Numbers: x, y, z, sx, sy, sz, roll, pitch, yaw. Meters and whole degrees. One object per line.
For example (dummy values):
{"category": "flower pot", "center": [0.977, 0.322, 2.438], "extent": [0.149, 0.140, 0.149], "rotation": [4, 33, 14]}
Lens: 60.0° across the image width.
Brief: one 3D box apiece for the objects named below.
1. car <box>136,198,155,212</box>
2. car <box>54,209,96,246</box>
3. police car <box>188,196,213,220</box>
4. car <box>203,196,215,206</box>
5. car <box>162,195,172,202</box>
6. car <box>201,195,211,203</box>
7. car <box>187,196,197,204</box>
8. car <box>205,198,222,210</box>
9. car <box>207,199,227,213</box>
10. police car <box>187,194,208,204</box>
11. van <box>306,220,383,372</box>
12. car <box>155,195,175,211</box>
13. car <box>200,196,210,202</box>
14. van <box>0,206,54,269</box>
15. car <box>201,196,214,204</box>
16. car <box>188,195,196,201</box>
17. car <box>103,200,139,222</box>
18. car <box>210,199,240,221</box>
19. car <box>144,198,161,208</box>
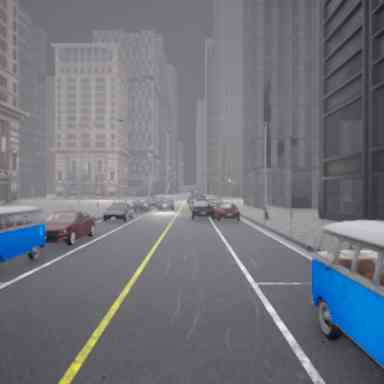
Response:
{"category": "car", "center": [-5.768, 1.411, 37.840], "extent": [1.967, 1.590, 4.097], "rotation": [0, 0, 0]}
{"category": "car", "center": [-5.767, 1.534, 15.277], "extent": [1.887, 1.381, 4.507], "rotation": [0, 0, 0]}
{"category": "police car", "center": [0.886, 1.407, 28.407], "extent": [1.930, 1.638, 5.238], "rotation": [0, 0, 0]}
{"category": "car", "center": [2.758, 1.476, 54.935], "extent": [1.752, 1.417, 4.829], "rotation": [0, 0, 0]}
{"category": "car", "center": [-5.768, 1.465, 77.327], "extent": [2.008, 1.369, 4.403], "rotation": [0, 0, 0]}
{"category": "car", "center": [2.757, 1.373, 66.047], "extent": [1.967, 1.590, 4.097], "rotation": [0, 0, 0]}
{"category": "car", "center": [-0.003, 1.444, 61.855], "extent": [1.837, 1.490, 4.892], "rotation": [0, 0, 0]}
{"category": "car", "center": [2.758, 1.531, 43.483], "extent": [1.947, 1.339, 4.313], "rotation": [0, 0, 0]}
{"category": "car", "center": [2.758, 1.522, 37.843], "extent": [2.008, 1.369, 4.403], "rotation": [0, 0, 0]}
{"category": "police car", "center": [0.770, 1.396, 38.379], "extent": [1.930, 1.638, 5.238], "rotation": [0, 0, -2]}
{"category": "van", "center": [2.758, 1.338, 3.999], "extent": [1.690, 1.788, 3.998], "rotation": [0, 0, 0]}
{"category": "car", "center": [-3.094, 1.461, 40.485], "extent": [2.128, 1.511, 4.902], "rotation": [0, 0, 0]}
{"category": "car", "center": [2.757, 1.474, 71.688], "extent": [2.008, 1.369, 4.403], "rotation": [0, 0, 0]}
{"category": "van", "center": [-5.767, 1.335, 9.636], "extent": [1.690, 1.788, 3.998], "rotation": [0, 0, 0]}
{"category": "car", "center": [2.758, 1.493, 60.405], "extent": [2.008, 1.369, 4.403], "rotation": [0, 0, 0]}
{"category": "car", "center": [-0.003, 1.312, 77.934], "extent": [1.994, 1.385, 4.181], "rotation": [0, 0, 0]}
{"category": "car", "center": [-5.767, 1.547, 26.558], "extent": [1.947, 1.339, 4.313], "rotation": [0, 0, 0]}
{"category": "car", "center": [2.758, 1.526, 26.561], "extent": [1.887, 1.381, 4.507], "rotation": [0, 0, 0]}
{"category": "car", "center": [-5.767, 1.524, 49.123], "extent": [1.947, 1.339, 4.313], "rotation": [0, 0, 0]}
